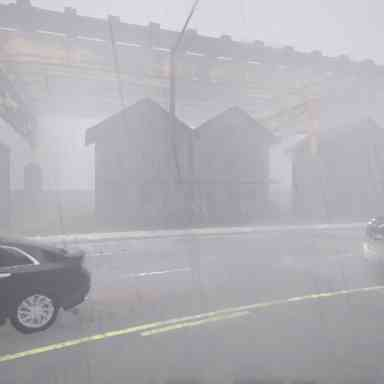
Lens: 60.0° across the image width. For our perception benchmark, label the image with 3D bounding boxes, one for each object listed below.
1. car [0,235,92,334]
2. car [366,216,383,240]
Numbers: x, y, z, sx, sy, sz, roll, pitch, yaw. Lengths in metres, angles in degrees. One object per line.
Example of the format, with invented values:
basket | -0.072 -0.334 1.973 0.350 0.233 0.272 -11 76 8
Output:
car | -4.134 1.505 5.281 4.892 1.490 1.837 0 -1 -33
car | 10.282 1.352 15.073 4.553 1.767 2.097 0 0 -17
